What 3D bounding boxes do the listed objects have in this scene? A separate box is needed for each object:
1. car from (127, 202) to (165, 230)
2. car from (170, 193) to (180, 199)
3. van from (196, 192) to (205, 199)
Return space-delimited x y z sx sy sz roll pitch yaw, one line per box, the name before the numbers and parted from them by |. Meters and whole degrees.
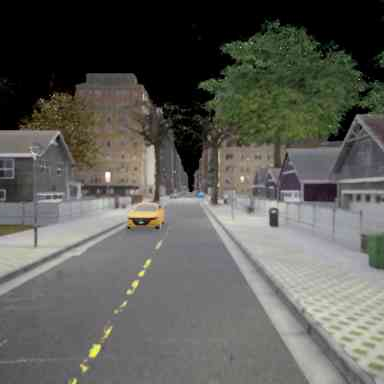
car | -2.776 1.415 20.826 1.882 1.535 5.008 0 0 1
car | -5.258 1.291 95.049 1.947 1.339 4.313 0 0 0
van | 2.768 1.065 95.065 1.690 1.788 3.998 0 0 0
